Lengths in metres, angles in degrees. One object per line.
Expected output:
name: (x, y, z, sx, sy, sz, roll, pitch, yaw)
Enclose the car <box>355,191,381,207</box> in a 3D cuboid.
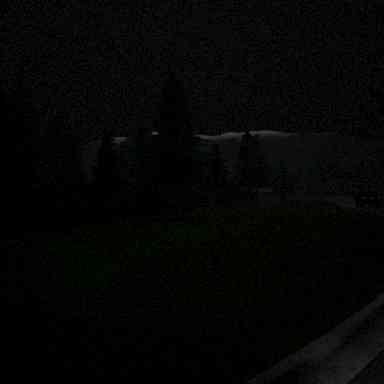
car: (22.919, 0.917, 43.512, 2.150, 2.045, 5.566, -1, 0, 16)
